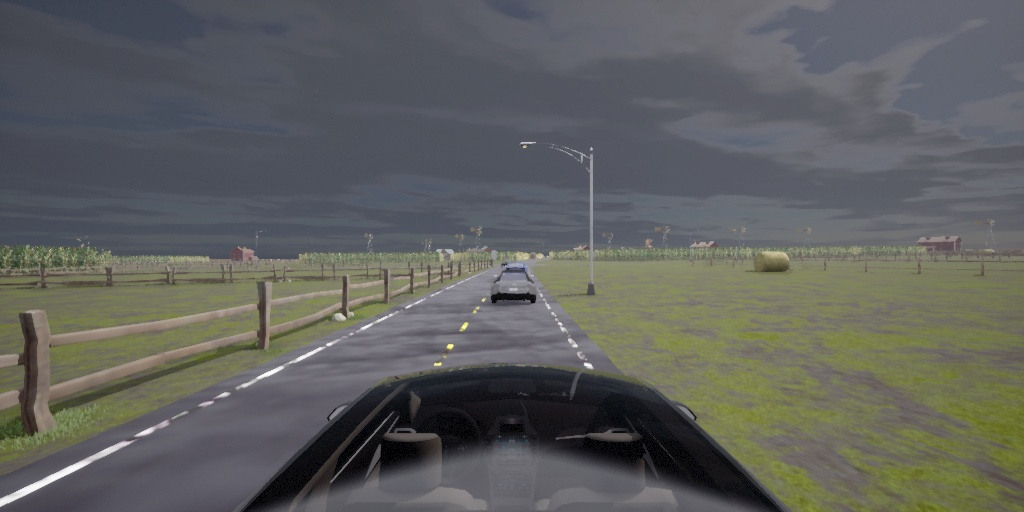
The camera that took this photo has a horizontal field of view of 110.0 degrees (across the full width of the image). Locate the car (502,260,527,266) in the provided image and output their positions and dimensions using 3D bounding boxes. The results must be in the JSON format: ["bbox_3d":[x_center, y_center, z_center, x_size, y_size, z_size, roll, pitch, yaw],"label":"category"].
[{"bbox_3d":[0.367,1.237,31.439,1.882,1.535,5.008,0,0,1],"label":"car"}]

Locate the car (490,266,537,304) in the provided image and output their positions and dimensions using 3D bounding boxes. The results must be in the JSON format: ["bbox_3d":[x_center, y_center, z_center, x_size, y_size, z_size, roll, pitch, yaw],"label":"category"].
[{"bbox_3d":[0.086,1.322,16.459,1.994,1.385,4.181,0,0,1],"label":"car"}]
